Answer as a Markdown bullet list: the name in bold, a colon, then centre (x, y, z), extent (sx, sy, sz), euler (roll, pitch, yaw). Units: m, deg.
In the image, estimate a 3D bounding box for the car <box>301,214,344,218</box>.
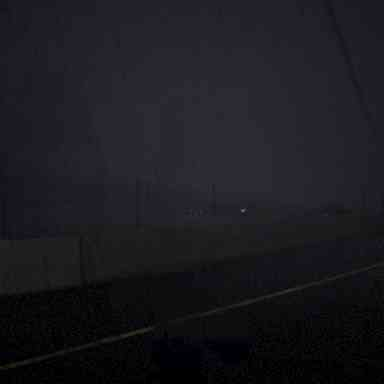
- **car**: centre (11.036, 1.709, 26.820), extent (4.902, 1.511, 2.128), euler (1, -1, -43)
